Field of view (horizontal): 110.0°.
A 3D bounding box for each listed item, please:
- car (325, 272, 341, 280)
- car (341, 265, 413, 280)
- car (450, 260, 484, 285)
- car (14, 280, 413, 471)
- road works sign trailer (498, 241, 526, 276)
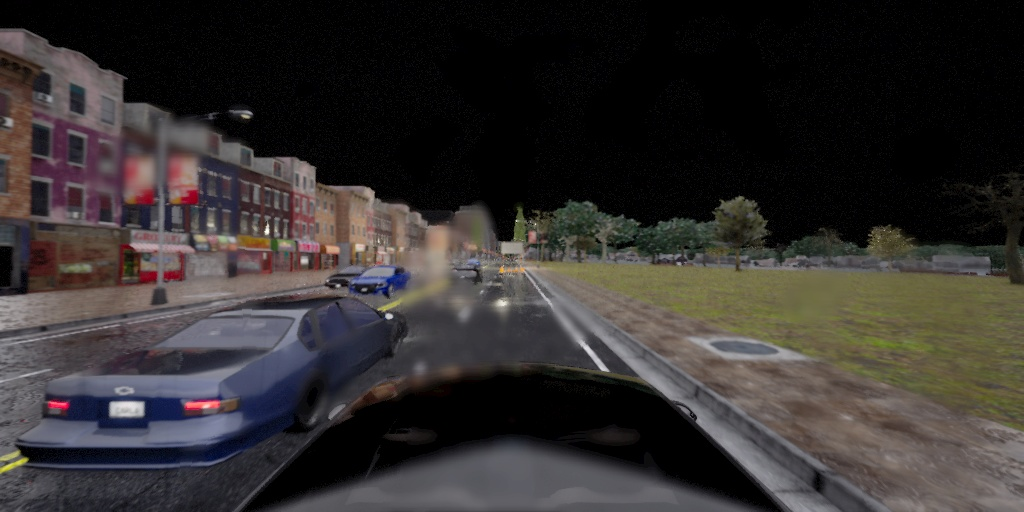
[{"bbox_3d":[-9.846,1.303,22.964,2.033,1.411,5.357,0,0,0],"label":"car"},{"bbox_3d":[-6.596,1.232,18.513,1.882,1.535,5.008,0,0,0],"label":"car"},{"bbox_3d":[-3.146,1.247,25.810,2.128,1.511,4.902,0,0,0],"label":"car"},{"bbox_3d":[-3.150,1.299,5.443,2.033,1.411,5.357,0,0,0],"label":"car"},{"bbox_3d":[0.007,0.220,36.799,2.380,3.560,2.880,0,0,0],"label":"road works sign trailer"}]
